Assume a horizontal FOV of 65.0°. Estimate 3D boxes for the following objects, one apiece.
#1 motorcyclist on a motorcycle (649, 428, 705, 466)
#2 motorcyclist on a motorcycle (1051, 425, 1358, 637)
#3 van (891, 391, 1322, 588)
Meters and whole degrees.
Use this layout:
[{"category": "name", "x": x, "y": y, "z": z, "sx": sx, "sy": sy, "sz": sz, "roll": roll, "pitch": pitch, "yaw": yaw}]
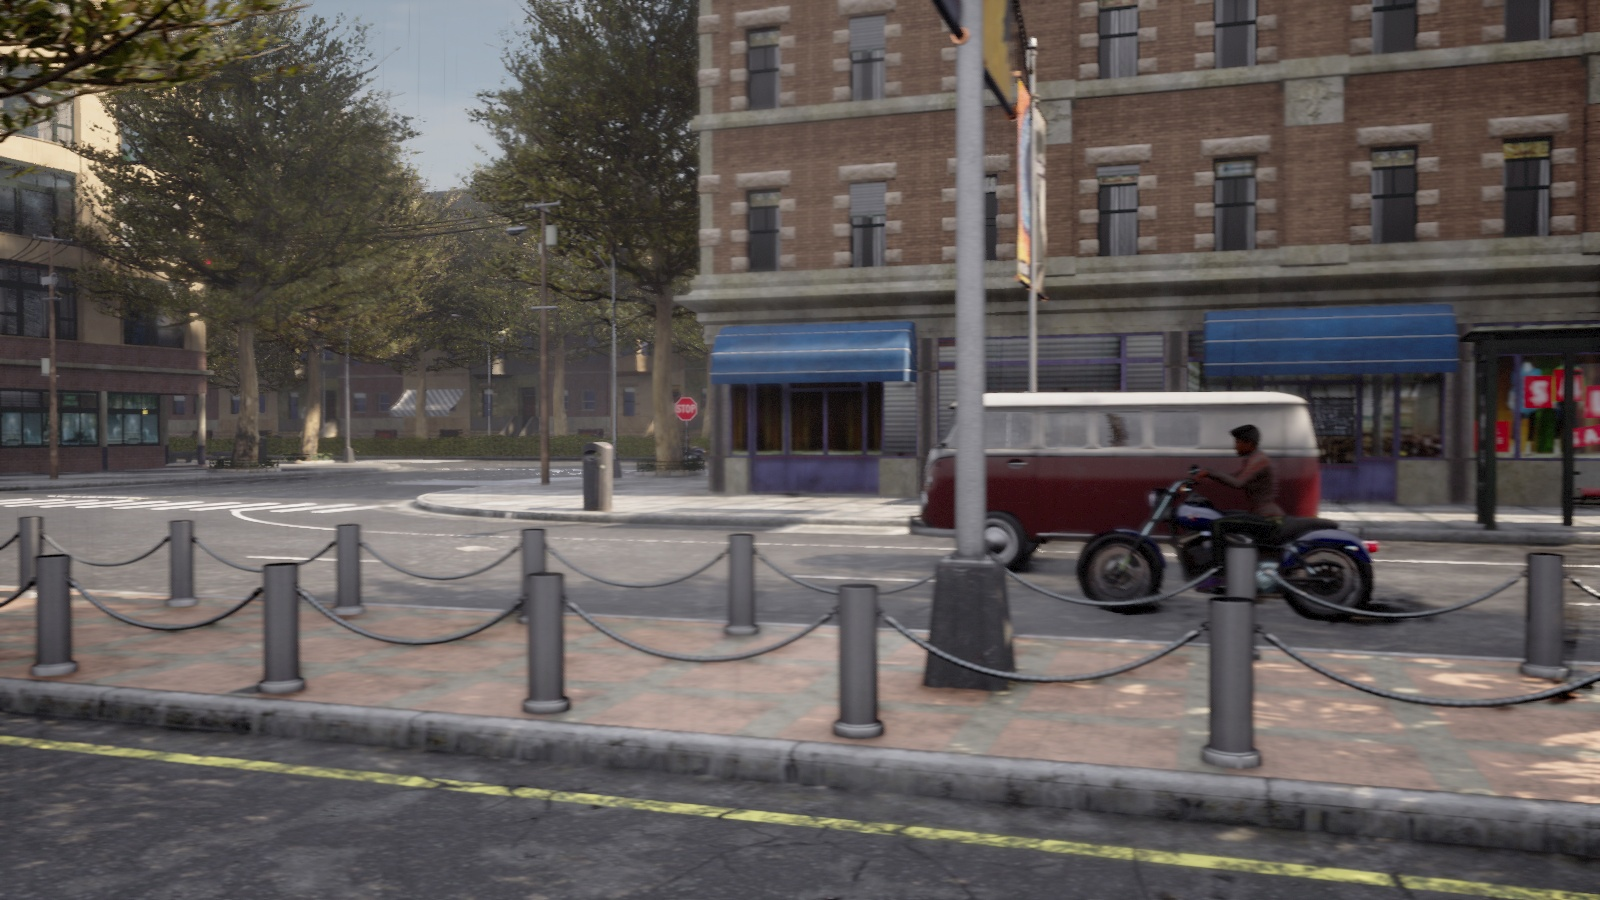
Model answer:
[{"category": "motorcyclist on a motorcycle", "x": -5.426, "y": -0.131, "z": 55.416, "sx": 2.350, "sy": 1.649, "sz": 0.766, "roll": 0, "pitch": 2, "yaw": -28}, {"category": "motorcyclist on a motorcycle", "x": 3.344, "y": 0.621, "z": 10.507, "sx": 2.350, "sy": 1.649, "sz": 0.766, "roll": 0, "pitch": 1, "yaw": 19}, {"category": "van", "x": 3.411, "y": 0.365, "z": 14.174, "sx": 4.442, "sy": 1.987, "sz": 1.775, "roll": 1, "pitch": 1, "yaw": 19}]
